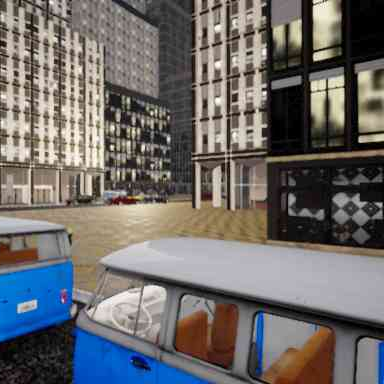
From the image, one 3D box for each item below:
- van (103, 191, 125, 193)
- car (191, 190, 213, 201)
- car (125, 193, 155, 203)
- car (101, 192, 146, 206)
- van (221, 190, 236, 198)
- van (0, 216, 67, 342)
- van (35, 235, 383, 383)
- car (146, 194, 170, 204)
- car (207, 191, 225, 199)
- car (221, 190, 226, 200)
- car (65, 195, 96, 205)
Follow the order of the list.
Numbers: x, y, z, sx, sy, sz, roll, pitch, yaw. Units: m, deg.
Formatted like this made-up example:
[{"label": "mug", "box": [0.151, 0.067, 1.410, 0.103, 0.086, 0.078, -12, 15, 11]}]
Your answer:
[{"label": "van", "box": [-11.554, 0.756, 49.185, 1.690, 1.788, 3.998, 0, 1, 36]}, {"label": "car", "box": [1.901, 0.615, 53.334, 2.192, 1.841, 5.009, 0, 1, 36]}, {"label": "car", "box": [-8.312, 0.899, 53.593, 1.752, 1.417, 4.829, 0, 1, 36]}, {"label": "car", "box": [-8.120, 0.970, 39.711, 1.887, 1.381, 4.507, 0, 1, 36]}, {"label": "van", "box": [8.499, 0.498, 76.446, 1.690, 1.788, 3.998, 0, 1, 36]}, {"label": "van", "box": [-3.706, 1.281, 5.548, 3.998, 1.788, 1.690, 1, 0, 36]}, {"label": "van", "box": [0.827, 1.336, 2.300, 3.998, 1.788, 1.690, 1, 0, 36]}, {"label": "car", "box": [-4.780, 0.935, 44.253, 2.008, 1.369, 4.403, 0, 1, 36]}, {"label": "car", "box": [5.157, 0.641, 71.903, 1.967, 1.590, 4.097, 0, 1, 36]}, {"label": "car", "box": [5.242, 0.808, 57.878, 2.008, 1.369, 4.403, 0, 1, 36]}, {"label": "car", "box": [-14.896, 1.022, 44.643, 1.947, 1.339, 4.313, 0, 1, 36]}]
